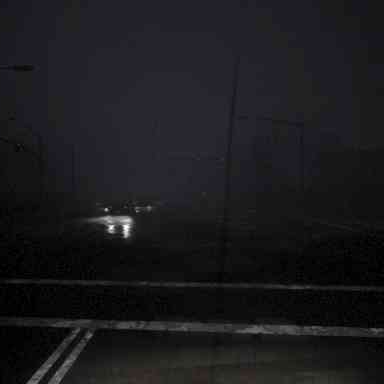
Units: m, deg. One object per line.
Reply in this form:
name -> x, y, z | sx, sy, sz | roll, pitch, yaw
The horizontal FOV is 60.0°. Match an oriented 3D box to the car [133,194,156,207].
car -> -6.981, 1.304, 49.326 | 1.882, 1.535, 5.008 | 0, 0, 0

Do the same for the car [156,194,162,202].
car -> -6.893, 1.096, 64.226 | 1.882, 1.535, 5.008 | 0, 1, 1

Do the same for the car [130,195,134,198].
car -> -10.457, 1.243, 55.623 | 2.128, 1.511, 4.902 | 0, 1, 0

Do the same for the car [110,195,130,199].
car -> -10.494, 1.417, 46.056 | 2.033, 1.411, 5.357 | 0, 1, 0

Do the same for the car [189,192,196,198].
car -> 0.207, 0.685, 87.179 | 1.812, 1.442, 4.674 | 0, 1, 0

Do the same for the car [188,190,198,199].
car -> 0.181, 0.604, 76.503 | 2.150, 2.045, 5.566 | 0, 1, 0

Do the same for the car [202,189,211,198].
car -> 3.708, 0.378, 87.560 | 2.150, 2.045, 5.566 | 0, 1, 0

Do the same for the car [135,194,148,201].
car -> -10.338, 1.137, 68.473 | 1.895, 1.301, 4.718 | 0, 1, 0

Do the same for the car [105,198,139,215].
car -> -7.023, 1.561, 33.849 | 1.895, 1.301, 4.718 | 0, 0, 0

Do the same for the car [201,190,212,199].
car -> 3.685, 0.910, 77.567 | 1.994, 1.385, 4.181 | 0, 1, 0
